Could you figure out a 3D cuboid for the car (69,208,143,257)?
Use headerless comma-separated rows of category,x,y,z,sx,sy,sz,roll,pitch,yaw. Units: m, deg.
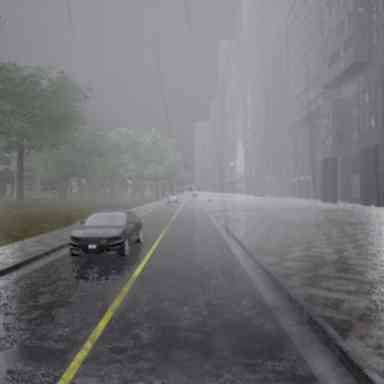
car,-3.107,1.420,12.874,1.882,1.535,5.008,0,0,0

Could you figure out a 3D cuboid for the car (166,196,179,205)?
car,-3.087,1.320,54.101,1.812,1.442,4.674,0,0,0
